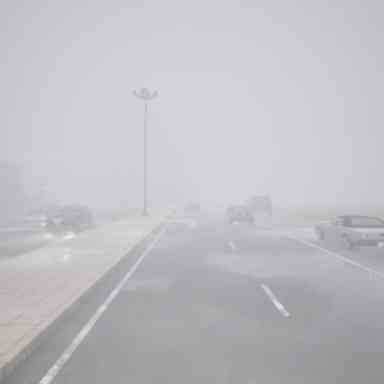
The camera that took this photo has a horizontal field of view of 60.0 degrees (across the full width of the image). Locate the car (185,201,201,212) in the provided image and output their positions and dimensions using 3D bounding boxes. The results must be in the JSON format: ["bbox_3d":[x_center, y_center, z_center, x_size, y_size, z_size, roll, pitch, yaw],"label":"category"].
[{"bbox_3d":[0.098,1.810,41.337,1.895,1.301,4.718,0,0,0],"label":"car"}]

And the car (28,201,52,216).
[{"bbox_3d":[-15.015,1.697,34.281,1.812,1.442,4.674,0,-1,0],"label":"car"}]

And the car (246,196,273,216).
[{"bbox_3d":[7.098,1.403,35.765,2.150,2.045,5.566,0,0,0],"label":"car"}]

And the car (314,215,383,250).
[{"bbox_3d":[7.099,1.677,14.720,1.895,1.301,4.718,0,0,0],"label":"car"}]

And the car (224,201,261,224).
[{"bbox_3d":[3.599,1.679,25.881,2.033,1.411,5.357,0,0,0],"label":"car"}]

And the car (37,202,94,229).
[{"bbox_3d":[-8.090,1.605,22.431,2.128,1.511,4.902,0,0,0],"label":"car"}]
